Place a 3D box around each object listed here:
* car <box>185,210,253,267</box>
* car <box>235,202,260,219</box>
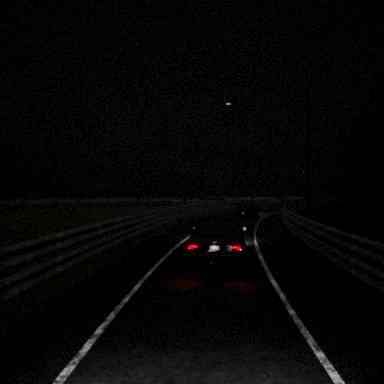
[{"bbox_3d":[0.916,1.593,11.614,2.033,1.411,5.357,0,0,7],"label":"car"},{"bbox_3d":[5.140,1.633,30.881,2.128,1.511,4.902,0,0,17],"label":"car"}]
